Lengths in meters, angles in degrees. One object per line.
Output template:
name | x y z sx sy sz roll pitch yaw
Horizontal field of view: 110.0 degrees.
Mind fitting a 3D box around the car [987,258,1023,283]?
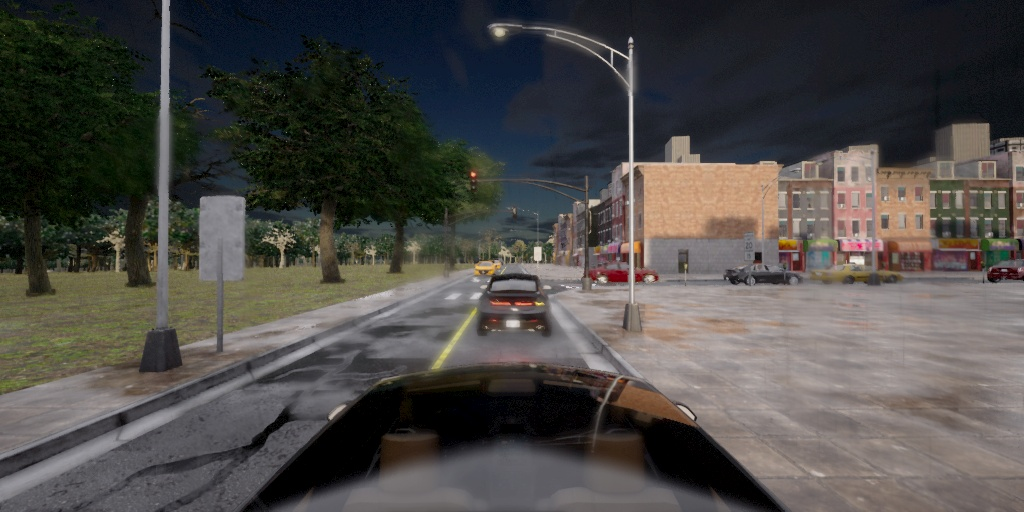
car | 32.553 0.900 22.286 4.097 1.591 1.967 0 0 0

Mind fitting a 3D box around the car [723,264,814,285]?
car | 15.530 1.139 22.215 4.403 1.370 2.007 0 0 0

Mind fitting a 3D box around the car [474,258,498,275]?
car | -2.765 1.287 37.171 1.882 1.535 5.008 0 1 0

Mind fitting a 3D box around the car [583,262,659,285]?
car | 7.454 1.165 24.637 5.008 1.535 1.882 -1 0 2

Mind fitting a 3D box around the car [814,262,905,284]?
car | 21.375 1.069 22.240 4.829 1.417 1.751 0 0 0

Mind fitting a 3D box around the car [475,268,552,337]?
car | 0.104 1.261 10.382 1.837 1.490 4.892 0 0 2

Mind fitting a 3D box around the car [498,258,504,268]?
car | -2.714 1.389 55.312 1.882 1.535 5.008 0 0 0
